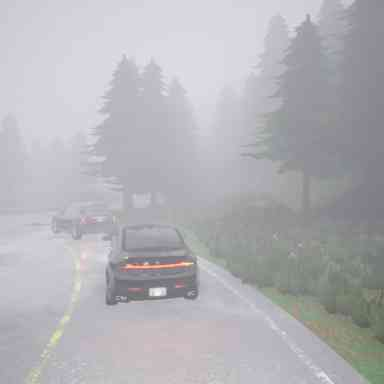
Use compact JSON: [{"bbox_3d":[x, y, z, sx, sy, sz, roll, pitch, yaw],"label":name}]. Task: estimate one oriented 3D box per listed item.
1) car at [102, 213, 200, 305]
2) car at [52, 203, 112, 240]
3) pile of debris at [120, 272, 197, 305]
[{"bbox_3d":[-1.110,1.504,8.195,1.837,1.490,4.892,0,0,-12],"label":"car"},{"bbox_3d":[-5.709,1.352,17.415,2.097,1.767,4.553,0,0,-39],"label":"car"},{"bbox_3d":[-0.853,2.175,7.706,1.500,0.140,1.860,0,0,-14],"label":"pile of debris"}]
